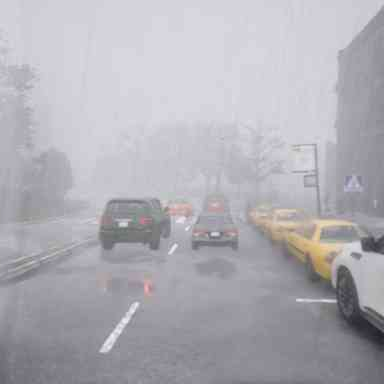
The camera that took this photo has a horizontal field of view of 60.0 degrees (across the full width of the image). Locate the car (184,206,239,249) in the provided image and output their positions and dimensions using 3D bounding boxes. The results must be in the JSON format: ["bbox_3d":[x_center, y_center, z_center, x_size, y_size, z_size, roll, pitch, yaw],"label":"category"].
[{"bbox_3d":[0.965,1.540,14.321,2.033,1.411,5.357,0,0,3],"label":"car"}]

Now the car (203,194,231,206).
[{"bbox_3d":[2.161,1.219,29.221,2.150,2.045,5.566,0,0,7],"label":"car"}]

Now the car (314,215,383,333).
[{"bbox_3d":[3.564,1.204,3.871,2.435,2.045,5.566,0,0,3],"label":"car"}]

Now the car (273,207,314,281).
[{"bbox_3d":[3.916,1.445,9.669,1.946,1.575,5.366,0,0,3],"label":"car"}]

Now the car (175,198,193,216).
[{"bbox_3d":[-1.072,1.330,29.561,2.097,1.767,4.553,0,0,7],"label":"car"}]

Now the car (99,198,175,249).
[{"bbox_3d":[-2.279,1.248,14.541,2.150,2.045,5.566,0,0,3],"label":"car"}]

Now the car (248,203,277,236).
[{"bbox_3d":[4.588,1.433,20.697,1.946,1.575,5.366,0,0,4],"label":"car"}]
